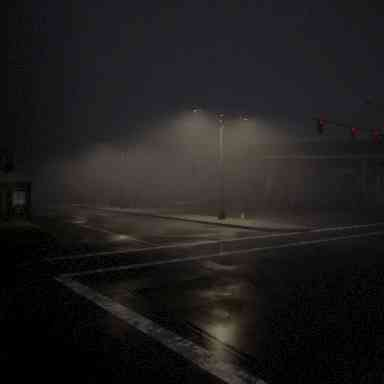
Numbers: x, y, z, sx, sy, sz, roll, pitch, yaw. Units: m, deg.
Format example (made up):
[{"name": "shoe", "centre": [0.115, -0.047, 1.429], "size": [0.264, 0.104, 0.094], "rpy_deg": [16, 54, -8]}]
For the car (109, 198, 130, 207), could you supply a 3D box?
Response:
[{"name": "car", "centre": [-11.077, 1.564, 50.732], "size": [1.994, 1.385, 4.181], "rpy_deg": [0, 0, -35]}]

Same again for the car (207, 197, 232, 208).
[{"name": "car", "centre": [4.159, 1.477, 49.156], "size": [1.882, 1.535, 5.008], "rpy_deg": [-1, 0, 36]}]

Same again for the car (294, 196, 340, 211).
[{"name": "car", "centre": [13.908, 1.295, 38.118], "size": [2.242, 1.667, 4.611], "rpy_deg": [0, 0, -35]}]

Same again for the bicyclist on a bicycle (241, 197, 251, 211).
[{"name": "bicyclist on a bicycle", "centre": [6.331, 1.430, 39.760], "size": [1.656, 1.620, 0.582], "rpy_deg": [-6, -7, -37]}]

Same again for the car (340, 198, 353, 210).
[{"name": "car", "centre": [18.173, 1.456, 42.041], "size": [1.970, 1.475, 3.806], "rpy_deg": [0, 0, -35]}]
